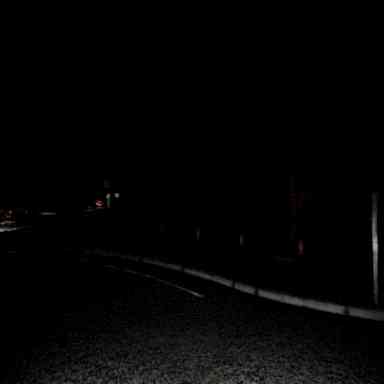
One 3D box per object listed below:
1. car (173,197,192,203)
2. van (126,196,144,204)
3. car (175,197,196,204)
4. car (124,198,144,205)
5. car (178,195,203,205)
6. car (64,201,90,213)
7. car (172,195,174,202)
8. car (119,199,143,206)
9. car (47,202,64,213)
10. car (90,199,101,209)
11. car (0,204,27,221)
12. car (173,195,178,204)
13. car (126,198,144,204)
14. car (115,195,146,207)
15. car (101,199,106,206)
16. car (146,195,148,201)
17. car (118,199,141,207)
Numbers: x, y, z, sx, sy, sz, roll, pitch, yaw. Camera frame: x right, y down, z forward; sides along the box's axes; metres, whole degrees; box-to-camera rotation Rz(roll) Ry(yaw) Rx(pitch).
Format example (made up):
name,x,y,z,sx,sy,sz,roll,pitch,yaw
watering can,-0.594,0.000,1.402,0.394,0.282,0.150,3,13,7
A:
name,x,y,z,sx,sy,sz,roll,pitch,yaw
car,-2.488,2.163,88.182,4.792,1.488,2.163,-1,0,-7
van,-14.878,2.141,86.654,4.442,1.987,1.878,-1,0,-7
car,-1.535,2.066,79.764,4.892,1.521,2.231,-1,0,-7
car,-14.689,2.376,83.829,4.792,1.488,2.163,-1,0,-7
car,0.053,1.803,65.729,4.553,1.767,2.185,-1,0,-7
car,-17.142,2.239,49.682,1.882,1.535,5.008,-1,0,-6
car,-1.865,2.088,82.569,5.008,1.535,2.097,-1,0,-7
car,-13.350,2.250,72.607,5.008,1.535,2.097,-1,0,-7
car,-20.723,2.334,51.180,2.128,1.511,4.902,-1,0,-6
car,-18.296,2.349,59.848,2.128,1.511,4.902,-1,0,-6
car,-19.084,2.035,34.718,2.097,1.767,4.553,-1,0,-6
car,-0.588,1.740,71.474,5.566,2.045,2.435,-1,0,-7
car,-15.320,2.432,89.445,4.674,1.452,2.002,-1,0,-7
car,-12.720,1.946,66.992,5.566,2.045,2.435,-1,0,-7
car,-19.371,2.244,69.932,1.882,1.535,5.008,-1,0,-6
car,-15.463,2.408,92.274,5.366,1.575,1.946,-1,0,-7
car,-13.017,2.264,69.799,4.674,1.452,2.002,-1,0,-7
